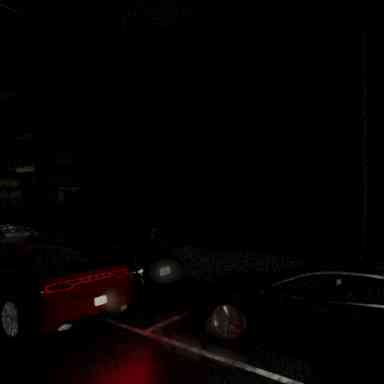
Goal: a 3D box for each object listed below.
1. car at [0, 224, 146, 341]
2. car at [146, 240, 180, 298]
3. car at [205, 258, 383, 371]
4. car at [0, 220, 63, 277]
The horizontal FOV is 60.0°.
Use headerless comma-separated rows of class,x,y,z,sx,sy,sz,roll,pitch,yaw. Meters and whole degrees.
car,-3.466,1.640,6.895,5.008,1.535,1.882,-1,-2,37
car,-2.250,1.772,8.431,4.313,1.339,1.947,-1,-1,37
car,2.229,1.708,5.094,4.313,1.339,1.947,-1,-1,37
car,-6.730,1.819,11.768,4.403,1.369,2.008,-1,-1,37
